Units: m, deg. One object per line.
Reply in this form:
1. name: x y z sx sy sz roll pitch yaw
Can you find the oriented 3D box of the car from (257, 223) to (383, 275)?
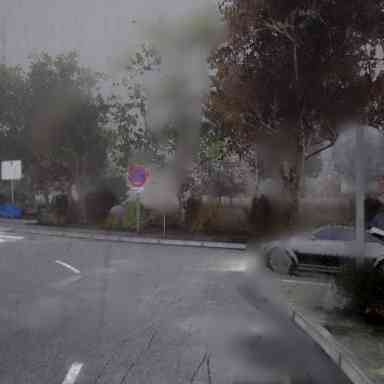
1. car: 3.959 1.555 9.181 4.181 1.385 1.994 -1 -1 32
